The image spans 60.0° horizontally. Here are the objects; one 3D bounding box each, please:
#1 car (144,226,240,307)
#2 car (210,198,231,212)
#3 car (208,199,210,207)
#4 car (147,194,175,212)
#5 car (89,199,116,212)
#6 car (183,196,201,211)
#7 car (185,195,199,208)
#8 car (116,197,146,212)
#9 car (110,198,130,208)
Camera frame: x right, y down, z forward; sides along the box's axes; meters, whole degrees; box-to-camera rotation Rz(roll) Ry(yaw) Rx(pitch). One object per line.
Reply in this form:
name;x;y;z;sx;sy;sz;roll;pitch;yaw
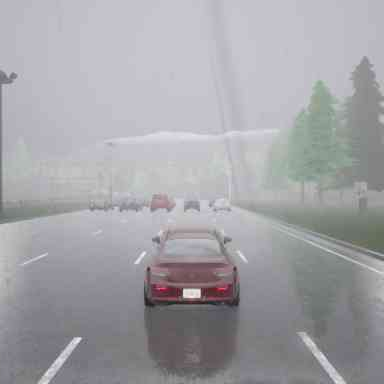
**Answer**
car;-0.003;1.526;7.849;1.812;1.442;4.674;0;0;0
car;3.497;1.525;39.050;1.812;1.442;4.674;0;0;0
car;3.488;1.564;49.344;1.994;1.385;4.181;0;0;1
car;-3.507;1.221;38.575;2.150;2.045;5.566;0;0;0
car;-10.504;1.601;39.030;1.895;1.301;4.718;0;0;0
car;0.005;1.504;39.992;1.837;1.490;4.892;0;0;0
car;-0.003;1.352;50.092;2.097;1.767;4.553;0;0;0
car;-7.008;1.352;38.664;2.097;1.767;4.553;0;0;0
car;-10.504;1.564;48.943;1.994;1.385;4.181;0;0;0
